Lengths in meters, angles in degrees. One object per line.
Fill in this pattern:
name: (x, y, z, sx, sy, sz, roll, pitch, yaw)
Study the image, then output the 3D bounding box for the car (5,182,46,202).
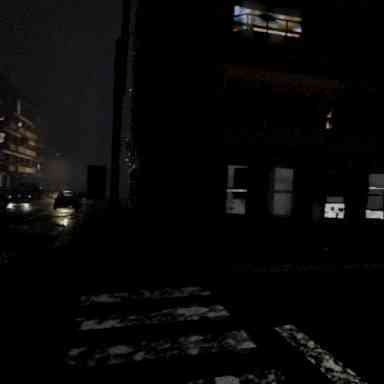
car: (-18.173, -0.024, 36.573, 2.150, 2.045, 5.566, 2, 1, -13)

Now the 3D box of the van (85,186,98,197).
van: (-16.456, -0.091, 54.773, 1.690, 1.788, 3.998, 2, 1, -13)

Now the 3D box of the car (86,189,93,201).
car: (-13.995, 0.376, 44.003, 2.008, 1.369, 4.403, 2, 1, -13)

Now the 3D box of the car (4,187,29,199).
car: (-22.160, 0.087, 42.132, 1.802, 1.307, 4.206, 2, 1, -13)

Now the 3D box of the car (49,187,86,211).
car: (-10.292, 0.655, 27.841, 1.967, 1.590, 4.097, 2, 1, -13)

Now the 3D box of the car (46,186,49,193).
car: (-24.587, -0.223, 52.740, 1.752, 1.417, 4.829, 2, 1, -13)

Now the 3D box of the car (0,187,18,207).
car: (-15.826, 0.552, 26.129, 2.033, 1.411, 5.357, 2, 1, -13)

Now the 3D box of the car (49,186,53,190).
car: (-27.094, -0.426, 63.680, 1.802, 1.307, 4.206, 2, 1, -13)
